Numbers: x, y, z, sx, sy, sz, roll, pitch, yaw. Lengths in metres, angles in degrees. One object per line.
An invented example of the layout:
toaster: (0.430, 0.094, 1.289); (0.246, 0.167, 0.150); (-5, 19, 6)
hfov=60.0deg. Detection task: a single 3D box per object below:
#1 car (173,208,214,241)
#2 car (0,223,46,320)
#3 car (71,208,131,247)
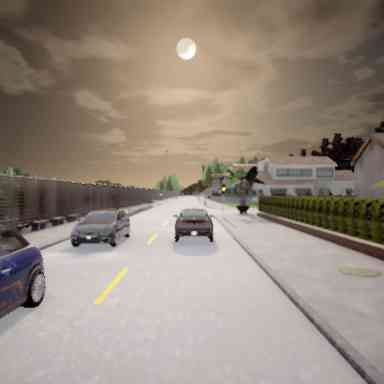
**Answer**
car: (0.095, 1.573, 17.086); (1.837, 1.490, 4.892); (0, 0, 0)
car: (-4.088, 1.372, 5.022); (2.097, 1.767, 4.553); (0, 0, 0)
car: (-4.083, 1.567, 15.582); (1.837, 1.490, 4.892); (0, 0, 0)
